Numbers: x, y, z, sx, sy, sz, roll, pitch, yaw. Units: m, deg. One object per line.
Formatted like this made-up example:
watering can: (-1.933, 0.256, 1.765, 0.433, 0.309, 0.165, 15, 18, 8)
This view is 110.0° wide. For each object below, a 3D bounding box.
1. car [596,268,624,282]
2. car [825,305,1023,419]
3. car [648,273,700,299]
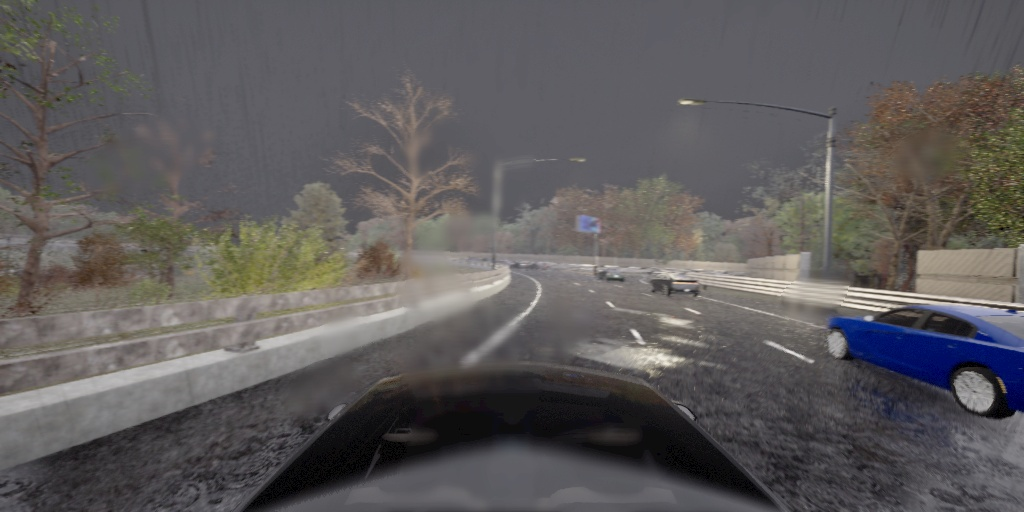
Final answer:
car: (10.568, 2.036, 38.703, 1.994, 1.385, 4.181, 3, 0, -3)
car: (7.949, 1.615, 6.397, 1.882, 1.535, 5.008, 3, 0, 13)
car: (10.548, 1.859, 23.648, 2.128, 1.511, 4.902, 3, 0, 4)
